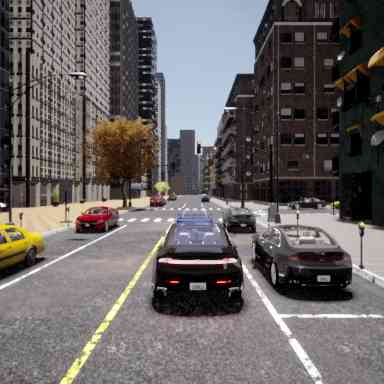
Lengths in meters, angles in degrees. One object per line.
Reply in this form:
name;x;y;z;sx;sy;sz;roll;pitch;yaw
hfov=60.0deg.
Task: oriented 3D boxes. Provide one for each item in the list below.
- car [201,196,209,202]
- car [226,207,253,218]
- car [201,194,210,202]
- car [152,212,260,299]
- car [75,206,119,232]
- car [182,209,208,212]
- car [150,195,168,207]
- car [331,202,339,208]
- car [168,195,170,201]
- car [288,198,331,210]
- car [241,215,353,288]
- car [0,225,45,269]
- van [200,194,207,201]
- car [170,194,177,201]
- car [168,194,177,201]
car;3.031;1.597;80.268;1.752;1.417;4.829;0;0;0
car;2.773;1.555;20.096;2.008;1.369;4.403;0;0;0
car;3.007;1.628;74.575;1.947;1.339;4.313;0;0;0
car;0.124;1.492;8.431;2.128;1.511;4.902;0;0;0
car;-5.607;1.549;20.132;1.887;1.381;4.507;0;0;0
car;0.154;1.604;18.548;1.895;1.301;4.718;0;0;1
car;-5.469;1.348;52.520;2.192;1.841;5.009;0;0;0
car;18.990;1.258;39.487;4.829;1.417;1.752;-1;1;0
car;-5.445;1.606;58.043;1.947;1.339;4.313;0;0;0
car;13.593;1.359;39.456;4.403;1.369;2.008;-1;1;0
car;2.725;1.551;9.030;2.008;1.369;4.403;0;0;0
car;-5.655;1.526;8.897;1.752;1.417;4.829;0;0;0
van;3.054;1.423;85.622;1.690;1.788;3.998;0;0;0
car;-5.327;1.648;85.658;1.947;1.339;4.313;0;0;0
car;-5.304;1.408;91.180;2.192;1.841;5.009;0;0;0
